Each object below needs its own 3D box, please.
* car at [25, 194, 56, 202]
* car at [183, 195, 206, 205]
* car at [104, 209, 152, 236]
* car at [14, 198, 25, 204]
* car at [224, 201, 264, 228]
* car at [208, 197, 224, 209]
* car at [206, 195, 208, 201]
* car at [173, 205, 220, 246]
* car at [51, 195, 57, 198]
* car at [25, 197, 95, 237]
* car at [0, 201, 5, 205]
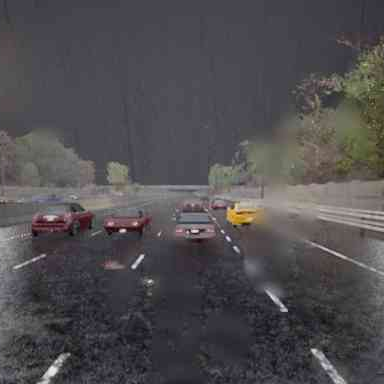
[{"bbox_3d":[-21.075,1.249,47.634,2.150,2.045,5.566,0,0,0],"label":"car"},{"bbox_3d":[0.099,1.369,35.965,2.097,1.767,4.553,0,0,0],"label":"car"},{"bbox_3d":[-3.399,1.607,18.595,1.895,1.301,4.718,0,0,0],"label":"car"},{"bbox_3d":[-24.568,1.591,49.264,1.994,1.385,4.181,0,0,0],"label":"car"},{"bbox_3d":[3.501,1.486,22.440,1.882,1.535,5.008,0,0,0],"label":"car"},{"bbox_3d":[3.499,1.585,43.068,1.994,1.385,4.181,0,0,0],"label":"car"},{"bbox_3d":[3.502,1.611,89.094,1.837,1.490,4.892,0,0,0],"label":"car"},{"bbox_3d":[0.102,1.552,15.209,2.033,1.411,5.357,0,0,0],"label":"car"},{"bbox_3d":[-17.587,1.572,47.216,2.033,1.411,5.357,0,0,0],"label":"car"},{"bbox_3d":[-6.901,1.359,18.368,2.097,1.767,4.553,0,0,0],"label":"car"},{"bbox_3d":[-28.078,1.625,46.119,1.895,1.301,4.718,0,0,0],"label":"car"}]
